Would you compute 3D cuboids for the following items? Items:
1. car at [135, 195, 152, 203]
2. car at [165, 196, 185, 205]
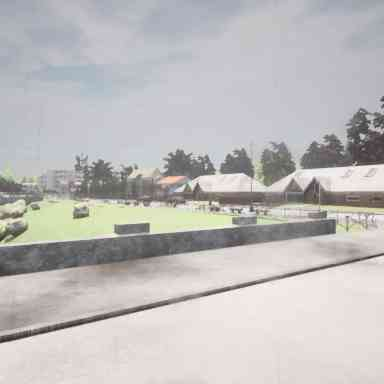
[{"bbox_3d":[-10.049,1.502,68.996,1.837,1.490,4.892,0,0,-35],"label":"car"},{"bbox_3d":[-3.082,1.492,59.203,2.128,1.511,4.902,0,0,-35],"label":"car"}]
